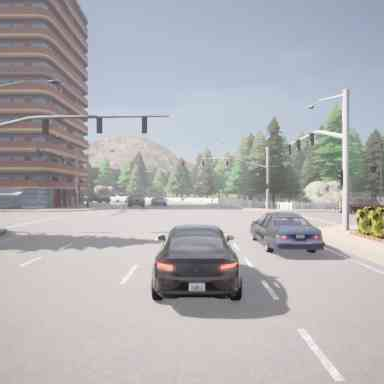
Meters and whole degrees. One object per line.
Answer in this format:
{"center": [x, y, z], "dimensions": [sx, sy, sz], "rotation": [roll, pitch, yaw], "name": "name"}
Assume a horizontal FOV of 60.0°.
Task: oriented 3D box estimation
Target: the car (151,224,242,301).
{"center": [0.104, 1.525, 8.208], "dimensions": [1.812, 1.442, 4.674], "rotation": [0, 0, 0], "name": "car"}

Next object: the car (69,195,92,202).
{"center": [-25.172, 1.514, 75.248], "dimensions": [4.902, 1.511, 2.128], "rotation": [0, 0, 27], "name": "car"}

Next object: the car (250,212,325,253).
{"center": [3.660, 1.547, 13.677], "dimensions": [2.033, 1.411, 5.357], "rotation": [0, 0, 1], "name": "car"}

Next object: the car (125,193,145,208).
{"center": [-8.181, 1.212, 48.768], "dimensions": [2.150, 2.045, 5.566], "rotation": [0, 1, -14], "name": "car"}

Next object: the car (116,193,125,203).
{"center": [-13.080, 1.218, 65.942], "dimensions": [2.150, 2.045, 5.566], "rotation": [0, 0, -41], "name": "car"}

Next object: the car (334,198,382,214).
{"center": [17.425, 1.406, 35.024], "dimensions": [4.553, 1.767, 2.097], "rotation": [0, 0, 1], "name": "car"}

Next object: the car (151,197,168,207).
{"center": [-5.023, 1.498, 50.668], "dimensions": [1.837, 1.490, 4.892], "rotation": [0, 1, -17], "name": "car"}

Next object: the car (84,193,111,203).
{"center": [-18.631, 1.220, 66.685], "dimensions": [5.566, 2.045, 2.150], "rotation": [0, 0, 42], "name": "car"}
